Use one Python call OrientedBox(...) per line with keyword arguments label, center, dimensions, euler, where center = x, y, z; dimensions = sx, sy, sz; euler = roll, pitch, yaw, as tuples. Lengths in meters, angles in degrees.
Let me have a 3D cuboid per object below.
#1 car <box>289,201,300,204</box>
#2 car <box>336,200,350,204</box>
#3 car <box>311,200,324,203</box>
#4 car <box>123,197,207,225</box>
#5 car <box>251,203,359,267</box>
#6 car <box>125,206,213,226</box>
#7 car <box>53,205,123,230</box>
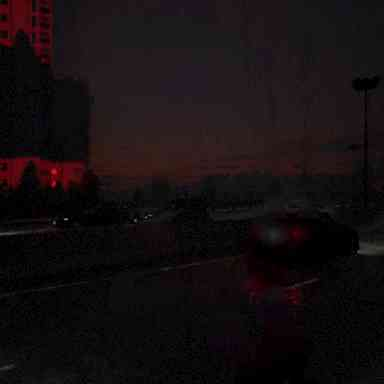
OrientedBox(label="car", center=(16.926, 2.182, 54.655), dimensions=(1.895, 1.301, 4.718), euler=(0, -1, 21))
OrientedBox(label="car", center=(23.197, 2.066, 51.588), dimensions=(1.837, 1.490, 4.892), euler=(0, -1, 22))
OrientedBox(label="car", center=(21.082, 2.088, 55.831), dimensions=(1.882, 1.535, 5.008), euler=(0, -1, 20))
OrientedBox(label="car", center=(-1.289, 1.363, 21.435), dimensions=(5.566, 2.045, 2.150), euler=(1, 0, -44))
OrientedBox(label="car", center=(4.190, 1.446, 12.046), dimensions=(4.553, 1.767, 2.097), euler=(1, -1, -42))
OrientedBox(label="car", center=(-0.826, 1.637, 17.141), dimensions=(4.674, 1.442, 1.812), euler=(1, 0, -43))
OrientedBox(label="car", center=(-6.391, 1.610, 21.559), dimensions=(4.902, 1.511, 2.128), euler=(1, -1, -41))
